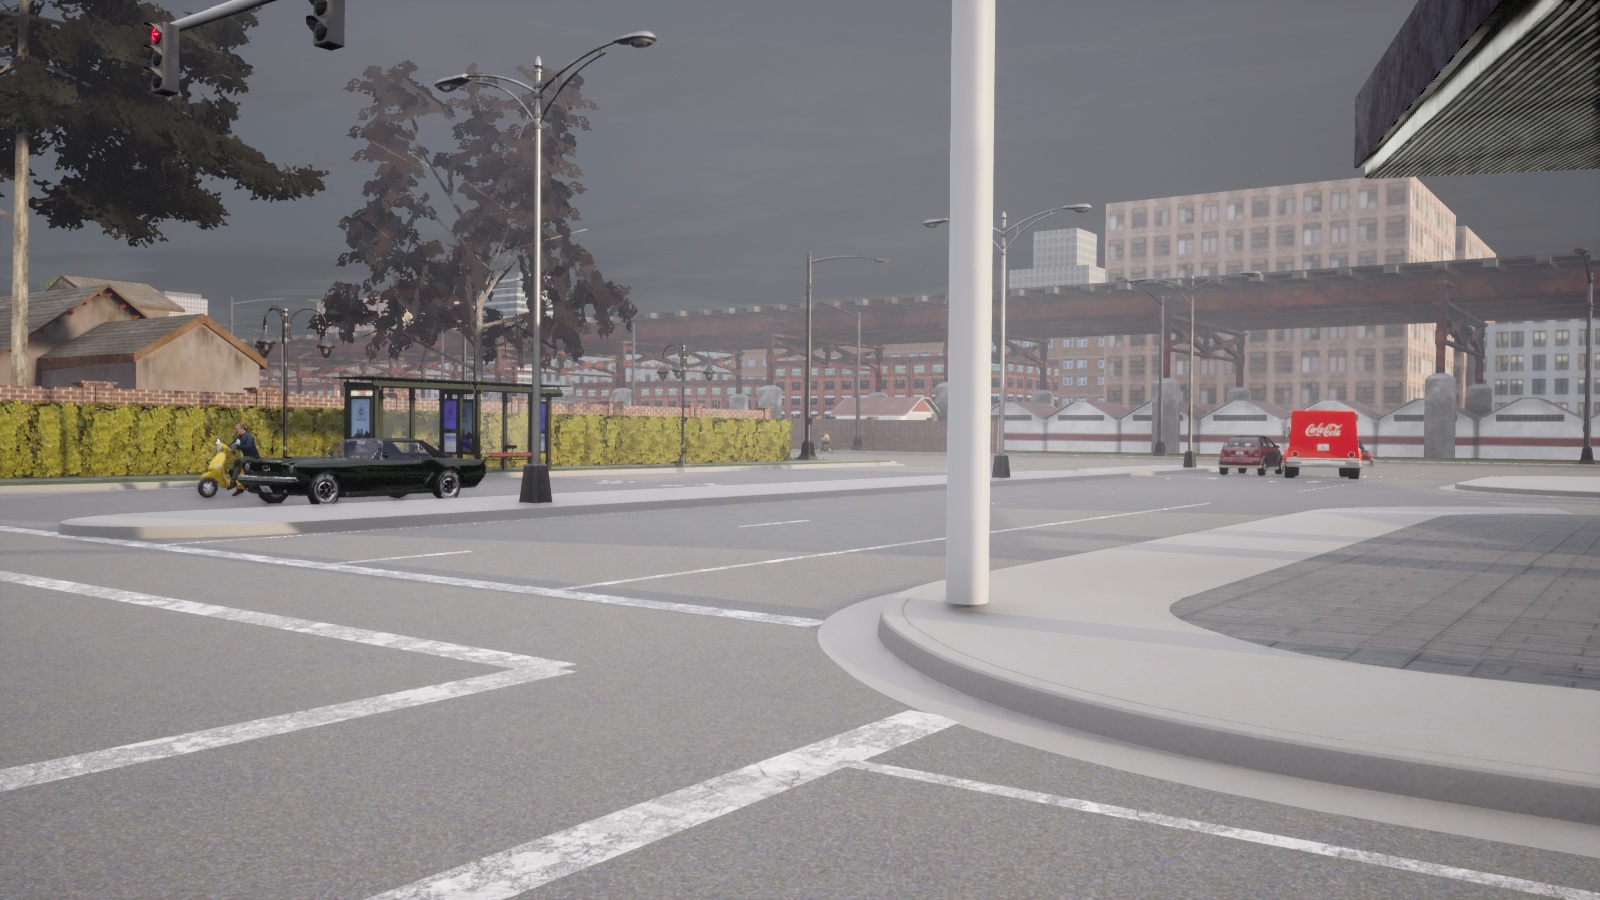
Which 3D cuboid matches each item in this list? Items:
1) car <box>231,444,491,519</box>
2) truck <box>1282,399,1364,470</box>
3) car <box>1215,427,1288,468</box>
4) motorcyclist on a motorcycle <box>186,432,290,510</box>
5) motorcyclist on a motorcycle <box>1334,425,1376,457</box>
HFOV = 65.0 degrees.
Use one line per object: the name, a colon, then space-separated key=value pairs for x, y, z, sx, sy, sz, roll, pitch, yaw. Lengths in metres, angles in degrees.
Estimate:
car: x=-8.724 y=0.564 z=25.371 sx=1.895 sy=1.301 sz=4.718 roll=0 pitch=1 yaw=35
truck: x=19.223 y=-0.566 z=46.373 sx=2.627 sy=2.467 sz=5.204 roll=0 pitch=1 yaw=21
car: x=17.740 y=-0.121 z=49.236 sx=1.789 sy=1.549 sz=3.705 roll=0 pitch=1 yaw=35
motorcyclist on a motorcycle: x=-11.985 y=0.427 z=26.842 sx=0.866 sy=1.590 sz=1.817 roll=0 pitch=1 yaw=35
motorcyclist on a motorcycle: x=28.520 y=-0.454 z=64.522 sx=1.817 sy=1.590 sz=0.866 roll=0 pitch=1 yaw=35
